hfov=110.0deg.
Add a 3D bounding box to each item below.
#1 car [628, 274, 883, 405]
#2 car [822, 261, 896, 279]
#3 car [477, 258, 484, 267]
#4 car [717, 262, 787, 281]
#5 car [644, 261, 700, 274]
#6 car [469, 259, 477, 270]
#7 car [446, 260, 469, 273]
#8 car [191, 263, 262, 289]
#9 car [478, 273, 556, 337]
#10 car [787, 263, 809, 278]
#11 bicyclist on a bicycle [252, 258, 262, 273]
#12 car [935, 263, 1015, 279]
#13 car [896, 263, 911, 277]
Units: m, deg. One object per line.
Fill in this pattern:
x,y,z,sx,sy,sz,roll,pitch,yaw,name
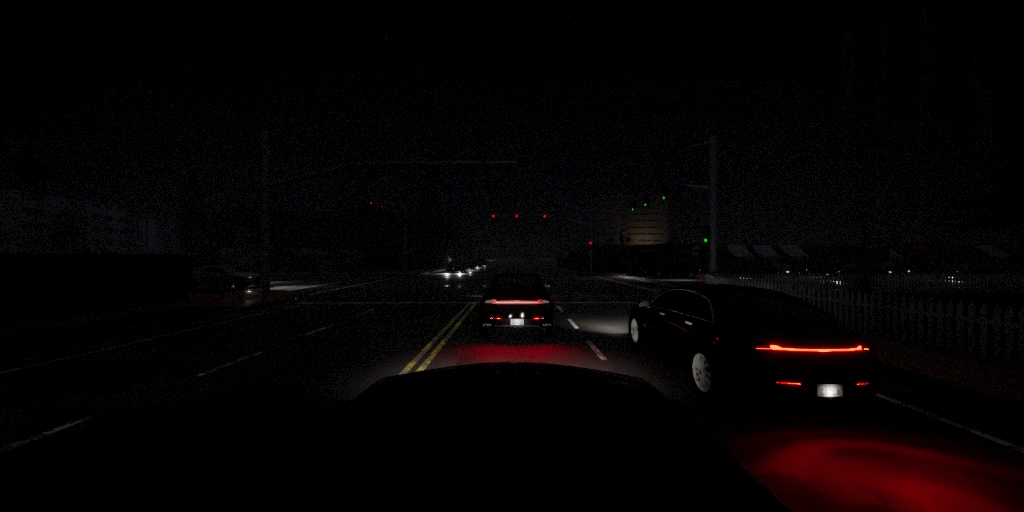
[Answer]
3.587,1.255,6.429,1.837,1.490,4.892,0,0,1,car
28.875,1.276,30.203,4.674,1.442,1.812,0,0,-1,car
-6.671,1.314,64.821,1.994,1.385,4.181,0,0,1,car
19.615,1.241,30.036,4.902,1.511,2.128,0,0,-1,car
14.920,1.255,33.512,4.892,1.490,1.837,0,0,1,car
-6.778,1.276,54.181,1.812,1.442,4.674,0,0,1,car
-6.845,1.255,44.358,1.837,1.490,4.892,0,0,0,car
-17.805,1.276,22.266,4.674,1.442,1.812,0,0,-1,car
0.130,1.242,10.333,2.128,1.511,4.902,0,0,0,car
24.659,1.297,33.634,5.357,1.411,2.033,0,0,-1,car
-26.175,1.051,36.843,0.582,1.620,1.656,0,0,-3,bicyclist on a bicycle
38.875,1.276,30.387,4.674,1.442,1.812,0,0,-1,car
34.483,1.242,33.813,4.902,1.511,2.128,0,0,-1,car
